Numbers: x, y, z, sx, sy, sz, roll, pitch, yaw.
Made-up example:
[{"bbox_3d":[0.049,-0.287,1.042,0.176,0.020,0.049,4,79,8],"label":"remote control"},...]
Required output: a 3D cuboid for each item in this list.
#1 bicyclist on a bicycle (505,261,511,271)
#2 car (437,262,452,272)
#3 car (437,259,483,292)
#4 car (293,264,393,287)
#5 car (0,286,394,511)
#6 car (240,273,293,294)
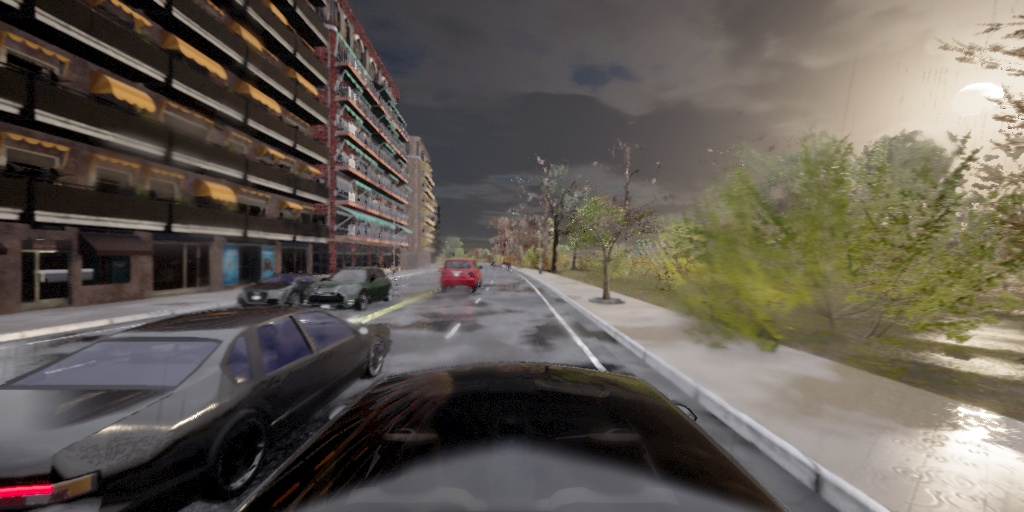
[{"bbox_3d":[-0.439,1.738,60.823,0.659,1.776,1.843,0,0,-4],"label":"bicyclist on a bicycle"},{"bbox_3d":[-11.032,1.832,58.952,1.882,1.535,5.008,0,-1,-3],"label":"car"},{"bbox_3d":[-3.188,1.200,23.283,2.150,2.045,5.566,0,-1,0],"label":"car"},{"bbox_3d":[-6.609,1.242,14.956,2.097,1.767,4.553,0,-1,0],"label":"car"},{"bbox_3d":[-3.152,1.325,4.362,2.033,1.411,5.357,0,-1,0],"label":"car"},{"bbox_3d":[-9.860,1.464,15.855,1.994,1.385,4.181,0,-1,0],"label":"car"}]
